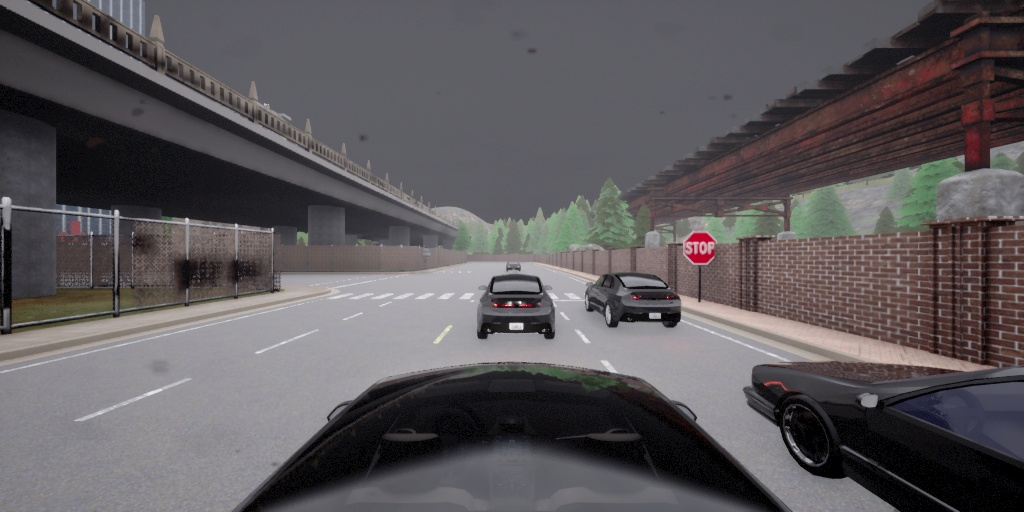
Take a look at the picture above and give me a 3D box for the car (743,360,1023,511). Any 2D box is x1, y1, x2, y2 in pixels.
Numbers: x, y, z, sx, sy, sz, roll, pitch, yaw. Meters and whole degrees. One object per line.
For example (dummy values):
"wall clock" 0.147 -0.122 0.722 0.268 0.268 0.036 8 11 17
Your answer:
"car" 3.600 1.297 1.675 2.033 1.411 5.357 0 0 0

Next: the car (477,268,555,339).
"car" 0.096 1.255 10.061 1.837 1.490 4.892 0 0 0

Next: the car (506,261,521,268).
"car" 0.173 1.351 46.340 1.895 1.301 4.718 0 0 -1

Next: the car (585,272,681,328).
"car" 3.598 1.255 11.421 1.837 1.490 4.892 0 0 0
